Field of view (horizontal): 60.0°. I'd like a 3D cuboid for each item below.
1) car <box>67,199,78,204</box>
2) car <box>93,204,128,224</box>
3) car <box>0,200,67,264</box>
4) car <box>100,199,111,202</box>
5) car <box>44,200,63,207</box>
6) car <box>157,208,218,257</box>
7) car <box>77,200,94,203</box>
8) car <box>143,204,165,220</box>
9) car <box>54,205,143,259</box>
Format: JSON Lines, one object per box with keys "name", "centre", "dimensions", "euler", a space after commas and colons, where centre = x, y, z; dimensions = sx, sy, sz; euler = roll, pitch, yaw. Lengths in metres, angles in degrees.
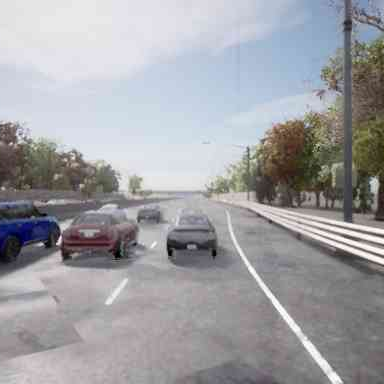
{"name": "car", "centre": [-24.506, 2.122, 67.425], "dimensions": [2.097, 1.767, 4.553], "euler": [0, -1, 0]}
{"name": "car", "centre": [-6.974, 1.838, 28.892], "dimensions": [1.812, 1.442, 4.674], "euler": [0, 0, 1]}
{"name": "car", "centre": [-6.991, 1.359, 12.556], "dimensions": [2.150, 2.045, 5.566], "euler": [0, 0, 0]}
{"name": "car", "centre": [-17.506, 2.244, 67.394], "dimensions": [1.882, 1.535, 5.008], "euler": [0, -1, 0]}
{"name": "car", "centre": [-28.006, 2.291, 67.392], "dimensions": [1.812, 1.442, 4.674], "euler": [0, -1, 0]}
{"name": "car", "centre": [0.022, 1.636, 13.500], "dimensions": [2.128, 1.511, 4.902], "euler": [0, 0, 1]}
{"name": "car", "centre": [-21.006, 2.361, 67.362], "dimensions": [1.895, 1.301, 4.718], "euler": [0, -1, 0]}
{"name": "car", "centre": [-3.479, 1.801, 28.499], "dimensions": [2.128, 1.511, 4.902], "euler": [0, 0, 1]}
{"name": "car", "centre": [-3.477, 1.494, 13.415], "dimensions": [2.097, 1.767, 4.553], "euler": [0, -1, 0]}
